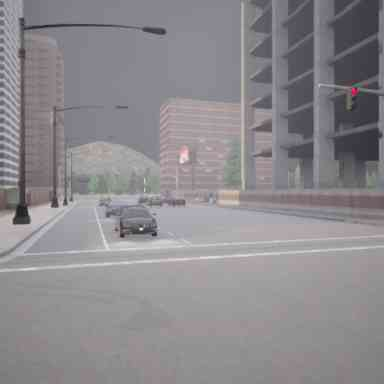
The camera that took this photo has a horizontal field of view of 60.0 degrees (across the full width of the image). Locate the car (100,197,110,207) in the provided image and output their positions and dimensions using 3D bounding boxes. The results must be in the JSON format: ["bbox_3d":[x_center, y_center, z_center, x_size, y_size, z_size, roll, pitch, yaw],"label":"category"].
[{"bbox_3d":[-13.109,1.486,50.685,2.128,1.511,4.902,0,0,-17],"label":"car"}]

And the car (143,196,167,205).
[{"bbox_3d":[-5.737,1.481,50.784,2.128,1.511,4.902,0,0,-17],"label":"car"}]

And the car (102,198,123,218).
[{"bbox_3d":[-6.937,1.521,30.385,1.812,1.442,4.674,0,0,-17],"label":"car"}]

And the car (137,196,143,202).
[{"bbox_3d":[-8.750,1.493,60.403,1.837,1.490,4.892,0,0,-17],"label":"car"}]

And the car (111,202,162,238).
[{"bbox_3d":[-3.116,1.502,17.972,1.837,1.490,4.892,0,0,-17],"label":"car"}]

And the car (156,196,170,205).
[{"bbox_3d":[-5.405,1.512,61.431,1.812,1.442,4.674,0,0,-17],"label":"car"}]

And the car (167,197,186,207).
[{"bbox_3d":[-2.428,1.465,51.756,1.882,1.535,5.008,0,0,-17],"label":"car"}]
